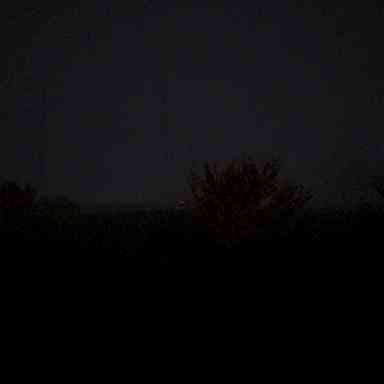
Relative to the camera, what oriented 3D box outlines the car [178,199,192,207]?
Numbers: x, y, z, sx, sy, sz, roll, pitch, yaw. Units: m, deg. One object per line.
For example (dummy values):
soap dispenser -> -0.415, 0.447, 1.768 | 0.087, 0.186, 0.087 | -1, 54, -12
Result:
car -> -0.485, 2.026, 60.575 | 2.128, 1.511, 4.902 | -1, -1, 36
